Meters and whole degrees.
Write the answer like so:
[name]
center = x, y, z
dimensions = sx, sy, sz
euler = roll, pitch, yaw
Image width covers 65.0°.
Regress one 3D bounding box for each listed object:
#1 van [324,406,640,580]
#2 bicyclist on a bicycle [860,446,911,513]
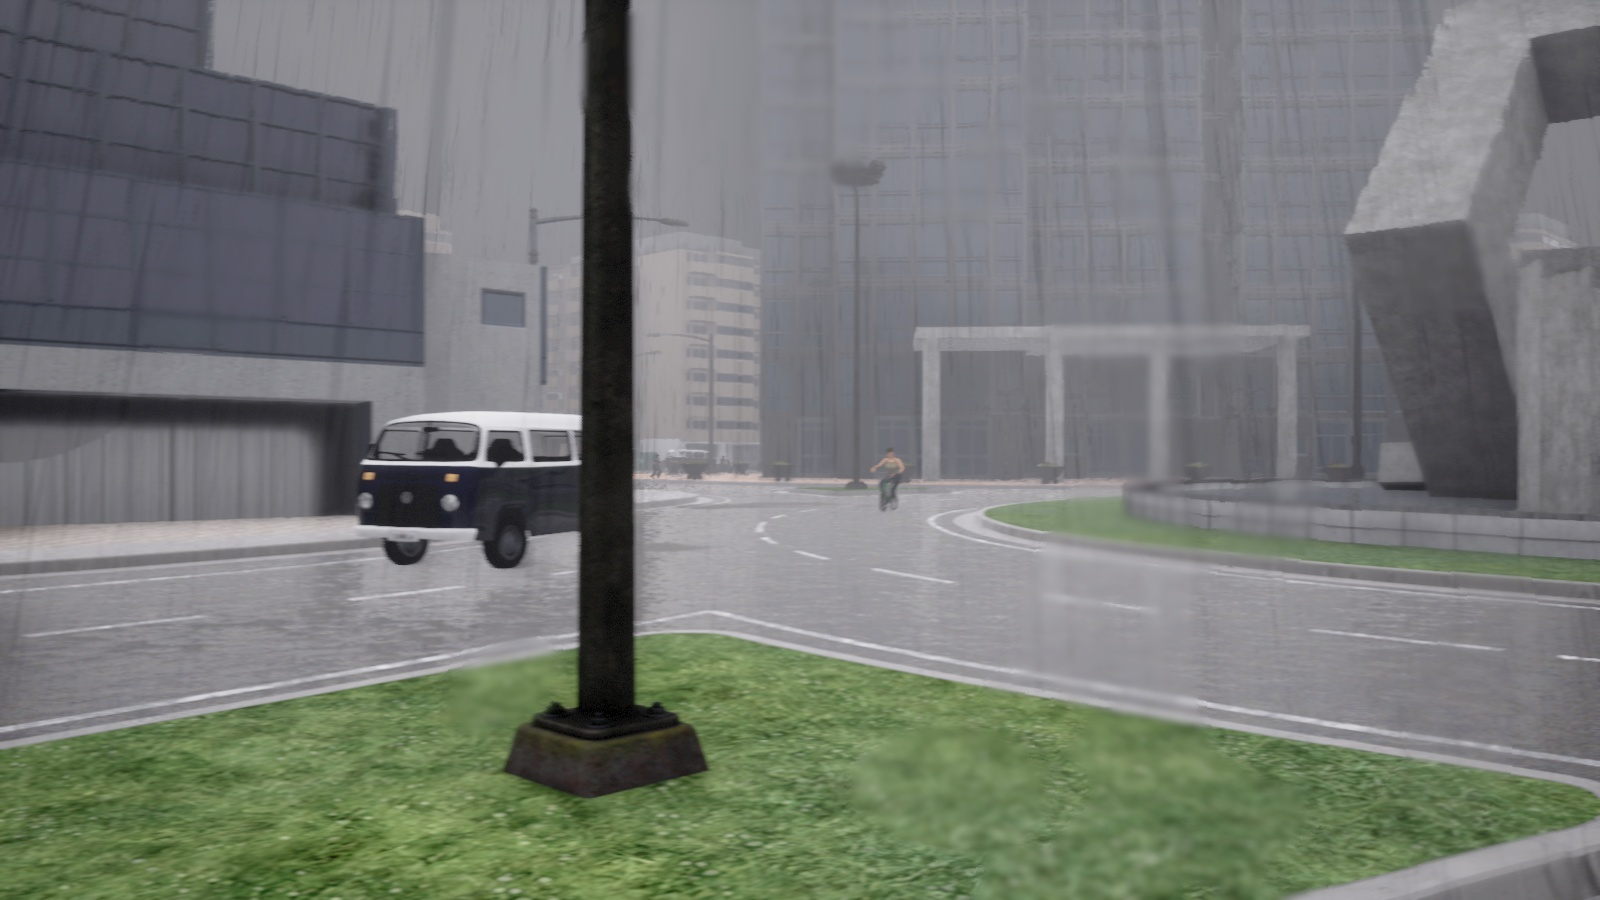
[van]
center = -4.123, 0.501, 17.165
dimensions = 2.069, 2.038, 4.480
euler = 0, 0, 19
[bicyclist on a bicycle]
center = 2.145, 0.727, 31.453
dimensions = 0.866, 1.612, 1.509
euler = 1, 0, 20
